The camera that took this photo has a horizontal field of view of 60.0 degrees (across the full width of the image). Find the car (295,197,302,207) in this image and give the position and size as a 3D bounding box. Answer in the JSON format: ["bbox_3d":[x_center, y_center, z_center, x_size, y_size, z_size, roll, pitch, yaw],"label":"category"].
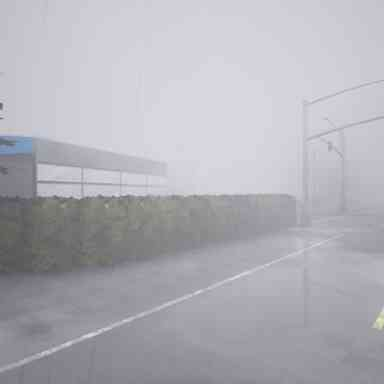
[{"bbox_3d":[13.149,1.340,44.587,2.007,1.523,4.514,0,0,38],"label":"car"}]

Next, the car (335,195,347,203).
[{"bbox_3d":[29.283,1.374,65.019,1.845,1.501,3.633,0,0,38],"label":"car"}]

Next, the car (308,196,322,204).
[{"bbox_3d":[22.344,1.384,61.045,1.970,1.475,3.806,0,0,38],"label":"car"}]

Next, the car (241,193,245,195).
[{"bbox_3d":[12.253,1.077,78.127,1.905,1.878,3.866,0,0,38],"label":"car"}]

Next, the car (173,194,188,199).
[{"bbox_3d":[-3.021,1.232,89.786,1.970,1.475,3.806,0,0,38],"label":"car"}]

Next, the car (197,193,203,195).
[{"bbox_3d":[2.215,1.154,86.060,2.152,1.636,5.027,0,0,38],"label":"car"}]

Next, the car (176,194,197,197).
[{"bbox_3d":[-1.695,1.298,66.086,2.007,1.523,4.514,0,0,38],"label":"car"}]
